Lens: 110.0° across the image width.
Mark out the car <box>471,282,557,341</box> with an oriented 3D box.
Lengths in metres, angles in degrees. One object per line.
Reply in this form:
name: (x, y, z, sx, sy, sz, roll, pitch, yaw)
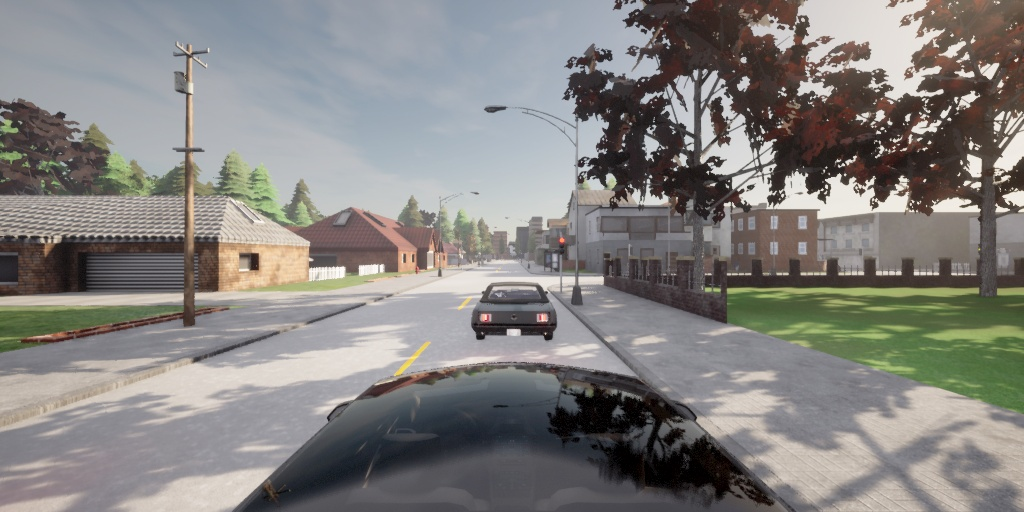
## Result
car: (0.078, 1.351, 9.906, 1.895, 1.301, 4.718, 0, 0, 1)
